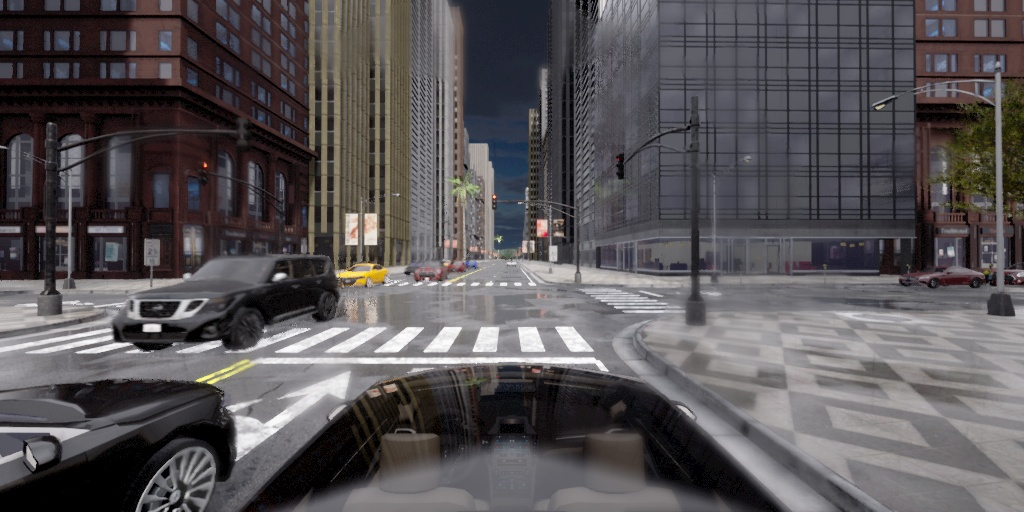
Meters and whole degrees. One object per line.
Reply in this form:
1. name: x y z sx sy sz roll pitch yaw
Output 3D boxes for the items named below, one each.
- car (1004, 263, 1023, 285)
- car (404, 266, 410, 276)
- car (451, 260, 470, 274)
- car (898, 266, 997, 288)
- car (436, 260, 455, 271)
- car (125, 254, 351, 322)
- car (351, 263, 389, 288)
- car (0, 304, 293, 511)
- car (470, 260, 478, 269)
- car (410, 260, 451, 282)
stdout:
1. car: 32.064 1.113 22.150 4.097 1.591 1.967 0 0 -1
2. car: -9.916 1.369 38.207 2.033 1.411 5.357 0 0 0
3. car: -6.679 1.316 43.507 1.882 1.535 5.008 0 0 0
4. car: 26.426 1.272 22.052 4.207 1.307 1.802 0 0 -1
5. car: -9.940 1.354 53.954 1.882 1.535 5.008 0 -1 0
6. car: -6.619 0.972 9.352 2.150 2.045 5.566 0 0 0
7. car: -9.894 1.263 24.116 1.882 1.535 5.008 0 0 0
8. car: -3.138 1.241 0.952 2.128 1.511 4.902 0 0 -1
9. car: -6.685 1.373 58.616 1.882 1.535 5.008 0 0 0
10. car: -6.451 1.149 28.933 2.097 1.767 4.553 0 0 -3
